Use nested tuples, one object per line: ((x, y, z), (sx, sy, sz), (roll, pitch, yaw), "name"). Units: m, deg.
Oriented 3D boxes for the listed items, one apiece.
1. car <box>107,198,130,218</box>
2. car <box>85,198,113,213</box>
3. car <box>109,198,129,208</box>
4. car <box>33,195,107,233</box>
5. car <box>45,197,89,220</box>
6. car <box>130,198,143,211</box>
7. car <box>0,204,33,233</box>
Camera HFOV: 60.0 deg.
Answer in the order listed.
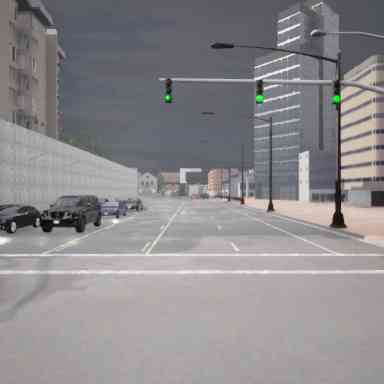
((-7.115, 1.525, 29.838), (1.812, 1.442, 4.674), (0, 0, 0), "car")
((-10.615, 1.504, 38.451), (1.837, 1.490, 4.892), (0, 0, 0), "car")
((-10.583, 1.600, 48.511), (1.895, 1.301, 4.718), (0, 0, 0), "car")
((-7.107, 1.221, 20.198), (2.150, 2.045, 5.566), (0, 0, 0), "car")
((-10.616, 1.351, 28.633), (2.097, 1.767, 4.553), (0, 0, 0), "car")
((-7.113, 1.490, 40.181), (2.128, 1.511, 4.902), (0, 0, 0), "car")
((-10.611, 1.504, 19.566), (1.837, 1.490, 4.892), (0, 0, 0), "car")
